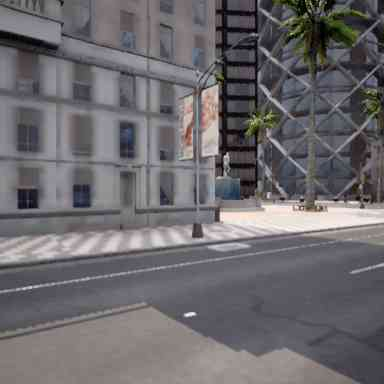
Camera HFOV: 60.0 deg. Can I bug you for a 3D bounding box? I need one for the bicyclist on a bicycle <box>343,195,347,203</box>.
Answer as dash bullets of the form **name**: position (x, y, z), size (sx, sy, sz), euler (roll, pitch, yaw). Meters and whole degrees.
- **bicyclist on a bicycle**: position (29.494, 1.274, 64.001), size (0.582, 1.620, 1.656), euler (0, 0, 43)
